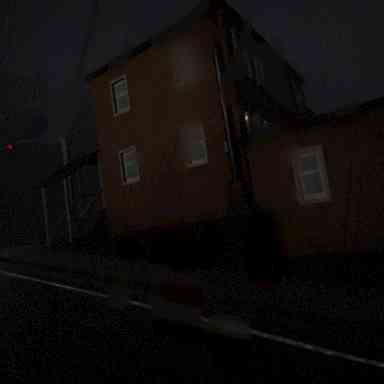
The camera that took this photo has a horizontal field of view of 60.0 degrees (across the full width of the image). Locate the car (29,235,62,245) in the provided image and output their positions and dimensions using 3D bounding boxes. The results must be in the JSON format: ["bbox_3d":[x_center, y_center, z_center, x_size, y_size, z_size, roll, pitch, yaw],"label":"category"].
[{"bbox_3d":[-11.870,4.545,29.265,2.128,1.511,4.902,-12,-12,35],"label":"car"}]
